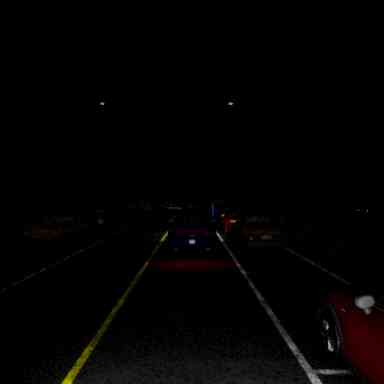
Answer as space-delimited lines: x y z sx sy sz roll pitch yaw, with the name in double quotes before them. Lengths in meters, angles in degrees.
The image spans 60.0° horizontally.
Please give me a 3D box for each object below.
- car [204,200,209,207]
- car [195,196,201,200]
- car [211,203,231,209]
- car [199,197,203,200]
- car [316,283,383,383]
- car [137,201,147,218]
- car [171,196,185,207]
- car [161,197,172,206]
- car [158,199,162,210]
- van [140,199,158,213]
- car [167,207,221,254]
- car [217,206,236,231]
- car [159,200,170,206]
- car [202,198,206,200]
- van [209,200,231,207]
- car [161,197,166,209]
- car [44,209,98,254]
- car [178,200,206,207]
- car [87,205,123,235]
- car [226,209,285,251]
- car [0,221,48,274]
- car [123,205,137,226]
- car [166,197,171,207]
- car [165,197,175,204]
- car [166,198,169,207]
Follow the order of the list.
"car" 2.764 1.987 42.504 1.887 1.381 4.507 0 -1 0
"car" 2.385 2.203 81.538 2.097 1.767 4.553 0 -1 0
"car" 2.765 1.813 25.697 1.887 1.381 4.507 0 -1 0
"car" 2.764 2.221 64.910 1.887 1.381 4.507 0 -1 0
"car" 2.766 1.476 3.291 1.967 1.590 4.097 0 -1 0
"car" -5.761 1.870 31.290 1.887 1.381 4.507 0 -1 0
"car" -3.017 1.901 65.276 2.150 2.045 5.566 0 -1 0
"car" -5.761 2.108 76.104 2.192 1.841 5.009 0 -1 0
"car" -5.761 2.082 48.094 1.802 1.307 4.206 0 -1 0
"van" -5.760 1.783 42.496 1.690 1.788 3.998 0 -1 0
"car" 0.026 1.627 14.265 1.882 1.535 5.008 0 0 0
"car" 2.765 1.755 20.096 1.887 1.381 4.507 0 -1 0
"car" -5.762 2.300 70.500 1.947 1.339 4.313 0 -1 0
"car" 2.765 1.941 48.106 1.967 1.590 4.097 0 -1 0
"van" 2.765 1.667 31.301 1.690 1.788 3.998 0 -1 0
"car" -5.761 1.999 53.697 1.967 1.590 4.097 0 -1 0
"car" -5.760 1.675 14.316 1.752 1.417 4.829 0 -1 0
"car" 0.026 1.782 29.255 1.882 1.535 5.008 0 0 0
"car" -5.760 1.649 20.088 1.967 1.590 4.097 0 -1 0
"car" 2.765 1.679 14.664 1.752 1.417 4.829 0 -1 0
"car" -5.760 1.675 8.883 1.802 1.307 4.206 0 -1 0
"car" -5.761 1.812 25.688 1.887 1.381 4.507 0 -1 0
"car" -5.761 2.115 64.900 1.967 1.590 4.097 0 -1 0
"car" -5.761 2.227 87.307 2.192 1.841 5.009 0 -1 0
"car" -5.762 2.183 59.297 1.947 1.339 4.313 0 -1 0
